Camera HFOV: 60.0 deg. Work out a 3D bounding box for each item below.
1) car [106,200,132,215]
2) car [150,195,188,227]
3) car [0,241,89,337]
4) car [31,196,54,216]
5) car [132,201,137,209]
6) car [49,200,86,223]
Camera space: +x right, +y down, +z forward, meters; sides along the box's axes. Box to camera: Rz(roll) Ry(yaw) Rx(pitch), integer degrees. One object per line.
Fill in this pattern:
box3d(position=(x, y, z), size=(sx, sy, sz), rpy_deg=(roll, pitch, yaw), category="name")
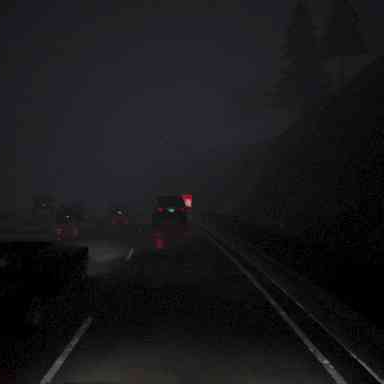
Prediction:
box3d(position=(-7.819, 1.697, 34.697), size=(1.895, 1.301, 4.718), rpy_deg=(-1, 0, -19), category="car")
box3d(position=(-1.635, 1.241, 23.006), size=(2.150, 2.045, 5.566), rpy_deg=(0, 0, -9), category="car")
box3d(position=(-3.515, 1.644, 6.708), size=(1.895, 1.301, 4.718), rpy_deg=(-1, 0, -3), category="car")
box3d(position=(-16.114, 1.421, 36.095), size=(2.150, 2.045, 5.566), rpy_deg=(0, 0, -23), category="car")
box3d(position=(-9.520, 1.718, 47.375), size=(1.895, 1.301, 4.718), rpy_deg=(-1, 0, -29), category="car")
box3d(position=(-9.717, 1.612, 26.793), size=(2.128, 1.511, 4.902), rpy_deg=(0, 0, -14), category="car")
